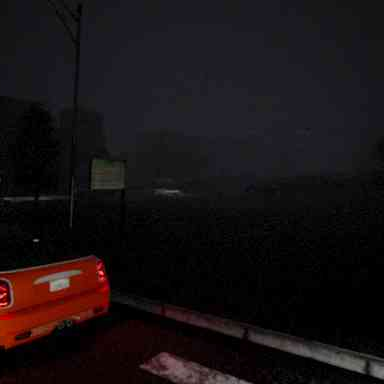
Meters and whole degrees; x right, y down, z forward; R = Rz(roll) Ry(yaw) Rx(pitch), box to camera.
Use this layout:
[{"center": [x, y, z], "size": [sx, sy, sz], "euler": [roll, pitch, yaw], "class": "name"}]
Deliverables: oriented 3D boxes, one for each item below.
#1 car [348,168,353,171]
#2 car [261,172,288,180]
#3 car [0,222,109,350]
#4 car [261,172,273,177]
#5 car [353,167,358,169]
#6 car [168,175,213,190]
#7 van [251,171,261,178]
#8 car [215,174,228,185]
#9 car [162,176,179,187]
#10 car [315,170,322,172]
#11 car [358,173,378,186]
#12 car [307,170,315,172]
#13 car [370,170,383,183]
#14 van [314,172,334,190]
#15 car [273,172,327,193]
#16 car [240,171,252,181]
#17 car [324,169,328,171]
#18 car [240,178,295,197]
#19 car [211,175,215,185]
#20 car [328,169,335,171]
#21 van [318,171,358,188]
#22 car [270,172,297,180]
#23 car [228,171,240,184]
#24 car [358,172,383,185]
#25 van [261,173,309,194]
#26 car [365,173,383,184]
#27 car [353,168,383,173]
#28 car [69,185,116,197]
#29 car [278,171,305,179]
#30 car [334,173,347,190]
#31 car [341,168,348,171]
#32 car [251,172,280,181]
[{"center": [36.679, -4.797, 82.925], "size": [5.008, 1.535, 2.097], "euler": [2, 5, 30], "class": "car"}, {"center": [16.434, -3.143, 66.059], "size": [4.792, 1.488, 2.163], "euler": [2, 5, 30], "class": "car"}, {"center": [-3.635, 1.329, 6.057], "size": [4.553, 1.767, 2.097], "euler": [1, 0, 36], "class": "car"}, {"center": [12.079, -2.795, 62.214], "size": [5.366, 1.575, 1.946], "euler": [2, 5, 30], "class": "car"}, {"center": [38.785, -4.965, 84.879], "size": [5.366, 1.575, 1.946], "euler": [2, 5, 30], "class": "car"}, {"center": [-0.166, -1.076, 45.462], "size": [5.357, 1.411, 2.033], "euler": [-5, 7, -40], "class": "car"}, {"center": [9.568, -2.837, 60.460], "size": [4.442, 1.987, 1.878], "euler": [2, 6, 30], "class": "van"}, {"center": [2.901, -2.011, 54.748], "size": [4.792, 1.488, 2.163], "euler": [2, 6, 30], "class": "car"}, {"center": [-1.542, -1.629, 50.921], "size": [4.792, 1.488, 2.163], "euler": [2, 5, 30], "class": "car"}, {"center": [25.410, -3.924, 73.573], "size": [5.008, 1.535, 2.097], "euler": [2, 6, 30], "class": "car"}, {"center": [24.830, -1.694, 50.164], "size": [4.892, 1.521, 2.231], "euler": [4, 7, 31], "class": "car"}, {"center": [23.158, -3.735, 71.696], "size": [4.892, 1.521, 2.231], "euler": [2, 6, 30], "class": "car"}, {"center": [34.180, -2.708, 57.710], "size": [5.566, 2.045, 2.435], "euler": [4, 7, 30], "class": "car"}, {"center": [15.327, -1.174, 42.754], "size": [4.442, 1.987, 1.878], "euler": [4, 7, 31], "class": "van"}, {"center": [13.051, -1.008, 40.852], "size": [5.566, 2.045, 2.435], "euler": [4, 7, 32], "class": "car"}, {"center": [7.423, -2.420, 58.536], "size": [5.008, 1.535, 2.097], "euler": [2, 5, 30], "class": "car"}, {"center": [27.682, -4.233, 75.420], "size": [4.553, 1.767, 2.185], "euler": [2, 6, 30], "class": "car"}, {"center": [8.375, -0.383, 37.164], "size": [5.008, 1.535, 2.097], "euler": [4, 7, 31], "class": "car"}, {"center": [0.702, -1.974, 52.803], "size": [4.553, 1.767, 2.185], "euler": [2, 6, 30], "class": "car"}, {"center": [29.915, -4.251, 77.330], "size": [4.674, 1.452, 2.002], "euler": [2, 5, 30], "class": "car"}, {"center": [20.234, -1.537, 46.355], "size": [4.442, 1.987, 1.878], "euler": [4, 7, 31], "class": "van"}, {"center": [18.652, -3.362, 67.958], "size": [5.008, 1.535, 2.097], "euler": [2, 5, 30], "class": "car"}, {"center": [5.200, -2.353, 56.603], "size": [4.553, 1.767, 2.185], "euler": [2, 6, 30], "class": "car"}, {"center": [27.192, -1.855, 52.041], "size": [4.792, 1.488, 2.163], "euler": [4, 7, 31], "class": "car"}, {"center": [10.829, -0.787, 38.931], "size": [4.442, 1.987, 1.878], "euler": [4, 7, 31], "class": "van"}, {"center": [31.838, -2.267, 55.844], "size": [4.892, 1.521, 2.231], "euler": [4, 7, 30], "class": "car"}, {"center": [29.534, -2.325, 53.903], "size": [5.566, 2.045, 2.435], "euler": [4, 7, 31], "class": "car"}, {"center": [-10.898, -0.202, 36.390], "size": [4.718, 1.301, 1.895], "euler": [-3, 6, -39], "class": "car"}, {"center": [20.908, -3.548, 69.825], "size": [4.892, 1.521, 2.231], "euler": [2, 6, 30], "class": "car"}, {"center": [17.755, -1.258, 44.582], "size": [4.553, 1.767, 2.185], "euler": [4, 7, 31], "class": "car"}, {"center": [34.431, -4.635, 81.051], "size": [5.008, 1.535, 2.097], "euler": [2, 6, 30], "class": "car"}, {"center": [14.157, -2.986, 64.197], "size": [5.008, 1.535, 2.097], "euler": [2, 5, 30], "class": "car"}]
